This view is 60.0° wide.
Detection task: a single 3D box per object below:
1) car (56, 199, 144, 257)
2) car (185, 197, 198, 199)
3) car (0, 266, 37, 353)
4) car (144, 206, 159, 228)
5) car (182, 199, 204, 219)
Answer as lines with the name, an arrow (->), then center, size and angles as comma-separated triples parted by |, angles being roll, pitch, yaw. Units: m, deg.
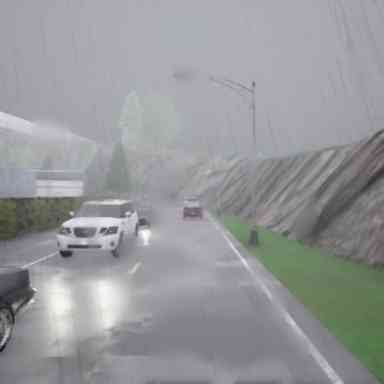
car -> -3.583, 1.343, 13.773 | 2.150, 2.045, 5.566 | 0, -1, 0
car -> -0.092, 1.616, 44.622 | 2.150, 2.045, 5.566 | 0, 0, -2
car -> -3.594, 1.578, 3.406 | 2.033, 1.411, 5.357 | 0, -1, 0
car -> -3.543, 1.762, 24.417 | 2.033, 1.411, 5.357 | 0, -1, 0
car -> 0.091, 1.759, 32.086 | 1.882, 1.535, 5.008 | 0, 0, 0
